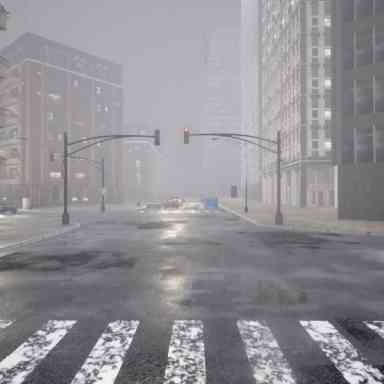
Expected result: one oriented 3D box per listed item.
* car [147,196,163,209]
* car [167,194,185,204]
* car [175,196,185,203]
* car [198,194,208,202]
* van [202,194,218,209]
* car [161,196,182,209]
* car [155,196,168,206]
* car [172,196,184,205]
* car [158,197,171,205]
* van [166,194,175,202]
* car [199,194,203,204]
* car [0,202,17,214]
[{"bbox_3d":[-5.205,1.570,45.787,1.752,1.417,4.829,0,0,0],"label":"car"},{"bbox_3d":[-2.696,1.415,54.212,2.097,1.767,4.553,0,0,1],"label":"car"},{"bbox_3d":[-2.576,1.669,73.934,1.994,1.385,4.181,0,0,0],"label":"car"},{"bbox_3d":[2.765,1.467,84.807,2.192,1.841,5.009,0,0,0],"label":"car"},{"bbox_3d":[2.677,1.386,45.939,1.690,1.788,3.998,0,0,0],"label":"van"},{"bbox_3d":[-2.723,1.644,45.086,1.895,1.301,4.718,0,0,0],"label":"car"},{"bbox_3d":[-5.178,1.510,57.063,1.967,1.590,4.097,0,0,0],"label":"car"},{"bbox_3d":[-2.646,1.580,64.052,2.128,1.511,4.902,0,0,1],"label":"car"},{"bbox_3d":[-5.166,1.650,62.615,1.947,1.339,4.313,0,0,0],"label":"car"},{"bbox_3d":[-5.126,1.474,79.271,1.690,1.788,3.998,0,0,0],"label":"van"},{"bbox_3d":[2.728,1.644,68.148,1.887,1.381,4.507,0,0,0],"label":"car"},{"bbox_3d":[-21.060,1.790,36.666,4.718,1.301,1.895,-1,-1,41],"label":"car"}]
